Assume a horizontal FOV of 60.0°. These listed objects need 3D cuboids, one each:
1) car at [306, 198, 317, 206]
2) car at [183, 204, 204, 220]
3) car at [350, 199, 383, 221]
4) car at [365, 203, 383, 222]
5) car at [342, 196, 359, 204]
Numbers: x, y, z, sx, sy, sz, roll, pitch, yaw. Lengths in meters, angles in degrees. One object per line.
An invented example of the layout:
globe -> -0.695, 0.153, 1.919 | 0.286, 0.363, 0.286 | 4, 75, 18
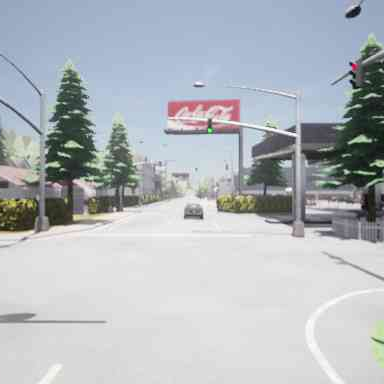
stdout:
car -> 22.429, 1.881, 63.802 | 1.970, 1.475, 3.806 | 0, 0, 0
car -> 0.141, 1.799, 31.358 | 2.033, 1.411, 5.357 | 1, 0, -1
car -> 14.341, 1.632, 24.726 | 3.866, 1.878, 1.905 | 0, 0, 0
car -> 18.661, 1.829, 30.400 | 4.611, 1.667, 2.242 | 0, 0, 0
car -> 34.824, 1.858, 71.608 | 2.007, 1.523, 4.514 | 0, 0, 0
